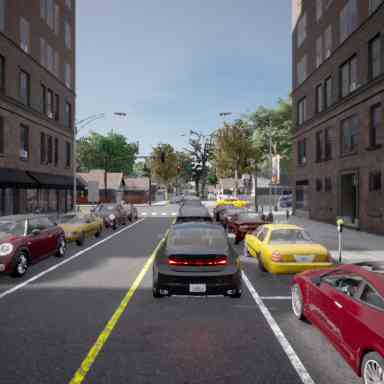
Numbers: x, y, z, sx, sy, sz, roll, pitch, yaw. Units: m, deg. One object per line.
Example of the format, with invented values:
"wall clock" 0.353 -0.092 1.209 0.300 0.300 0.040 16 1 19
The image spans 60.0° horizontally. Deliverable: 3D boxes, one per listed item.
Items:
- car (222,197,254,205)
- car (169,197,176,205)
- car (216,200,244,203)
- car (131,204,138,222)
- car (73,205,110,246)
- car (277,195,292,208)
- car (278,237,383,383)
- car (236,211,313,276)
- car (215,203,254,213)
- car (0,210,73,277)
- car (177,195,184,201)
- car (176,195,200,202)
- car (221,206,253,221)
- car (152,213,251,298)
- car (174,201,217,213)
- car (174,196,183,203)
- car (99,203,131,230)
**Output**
"car" 5.551 1.457 43.410 5.008 1.535 1.882 0 1 23
"car" -2.995 1.575 59.837 1.812 1.442 4.674 0 0 -1
"car" 2.658 1.577 26.531 1.947 1.339 4.313 0 0 0
"car" -5.368 1.593 26.536 1.802 1.307 4.206 0 0 0
"car" -5.378 1.530 15.328 1.752 1.417 4.829 0 0 0
"car" 14.292 1.455 46.245 4.674 1.442 1.812 0 0 -2
"car" 2.638 1.582 4.457 1.802 1.307 4.206 0 0 0
"car" 2.643 1.528 10.146 1.752 1.417 4.829 0 0 0
"car" 2.653 1.590 21.012 1.802 1.307 4.206 0 0 0
"car" -5.382 1.442 9.980 1.967 1.590 4.097 0 0 0
"car" -3.011 1.603 89.789 1.837 1.490 4.892 0 0 0
"car" 0.022 1.364 27.034 2.097 1.767 4.553 0 0 0
"car" 2.648 1.550 15.494 1.887 1.381 4.507 0 0 0
"car" 0.108 1.507 8.495 1.837 1.490 4.892 0 0 0
"car" 0.113 1.484 17.979 1.882 1.535 5.008 0 0 0
"car" -2.986 1.599 74.889 1.812 1.442 4.674 0 0 0
"car" -5.373 1.448 21.017 1.967 1.590 4.097 0 0 0
